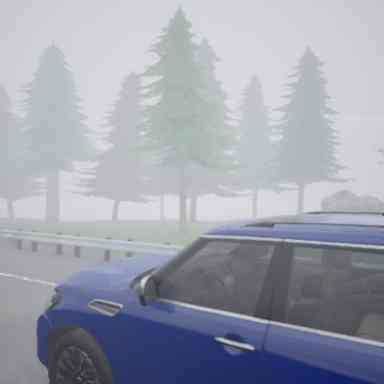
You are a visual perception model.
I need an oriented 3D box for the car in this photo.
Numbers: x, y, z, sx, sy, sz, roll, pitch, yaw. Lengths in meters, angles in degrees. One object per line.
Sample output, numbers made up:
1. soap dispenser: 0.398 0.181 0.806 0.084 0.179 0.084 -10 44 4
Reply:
1. car: 0.952 1.208 3.010 5.566 2.045 2.150 0 0 34
